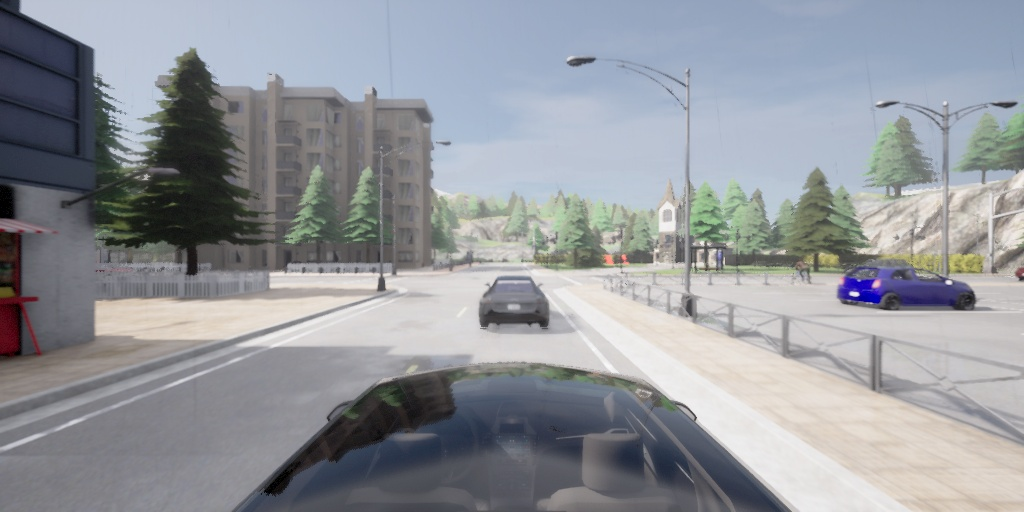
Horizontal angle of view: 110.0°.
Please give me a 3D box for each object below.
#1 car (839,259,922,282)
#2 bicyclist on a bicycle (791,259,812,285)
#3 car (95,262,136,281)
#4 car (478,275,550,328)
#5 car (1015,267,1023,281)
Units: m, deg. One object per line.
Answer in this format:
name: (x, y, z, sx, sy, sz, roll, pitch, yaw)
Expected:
car: (31.041, 1.048, 30.389, 4.553, 1.767, 2.097, 0, 0, 0)
bicyclist on a bicycle: (18.387, 1.015, 22.792, 0.582, 1.620, 1.656, 0, 0, -1)
car: (-30.343, 1.184, 26.089, 5.008, 1.535, 1.882, 0, 0, 0)
car: (0.067, 1.290, 11.279, 1.994, 1.385, 4.181, 0, 0, 0)
car: (40.788, 1.229, 26.871, 4.674, 1.442, 1.812, 0, 0, 0)
